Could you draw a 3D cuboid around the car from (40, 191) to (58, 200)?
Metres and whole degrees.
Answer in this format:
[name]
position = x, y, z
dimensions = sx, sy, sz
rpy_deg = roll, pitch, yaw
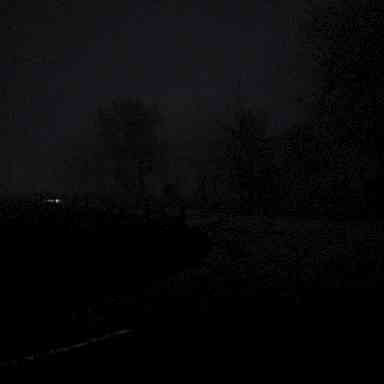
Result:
[car]
position = -22.964, 0.512, 53.181
dimensions = 2.033, 1.411, 5.357
rpy_deg = -2, 2, -36
